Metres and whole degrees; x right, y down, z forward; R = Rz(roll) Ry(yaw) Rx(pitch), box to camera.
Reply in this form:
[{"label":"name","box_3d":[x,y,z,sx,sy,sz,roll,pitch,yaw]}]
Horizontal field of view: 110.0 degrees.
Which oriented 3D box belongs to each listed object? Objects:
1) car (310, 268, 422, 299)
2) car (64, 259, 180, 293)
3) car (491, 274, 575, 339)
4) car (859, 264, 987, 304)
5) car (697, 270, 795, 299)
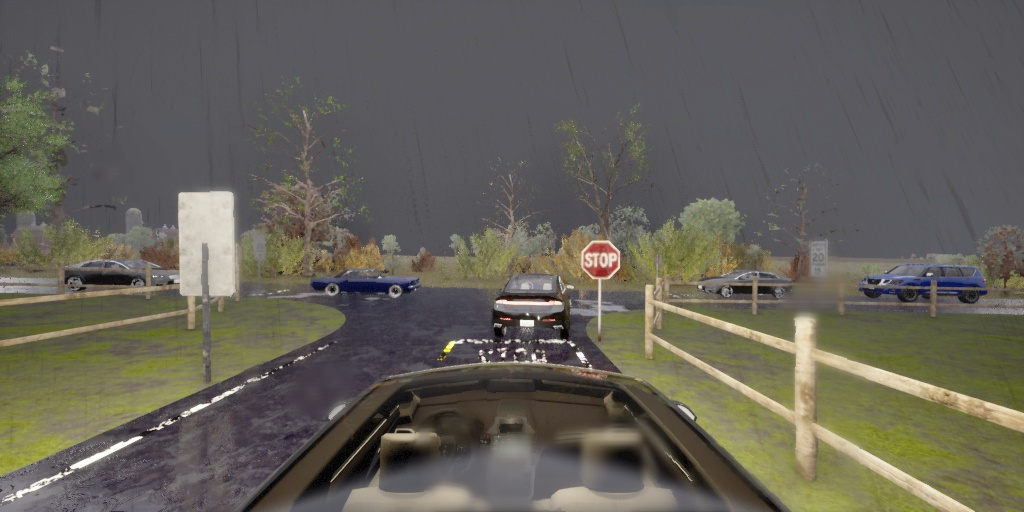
[{"label":"car","box_3d":[-6.818,1.248,17.174,4.718,1.301,1.895,1,1,0]},{"label":"car","box_3d":[-18.486,0.885,17.194,4.902,1.511,2.128,1,1,0]},{"label":"car","box_3d":[0.708,1.240,10.141,2.128,1.511,4.902,0,0,9]},{"label":"car","box_3d":[22.904,1.466,20.082,5.566,2.045,2.150,1,1,0]},{"label":"car","box_3d":[13.008,1.525,20.096,4.902,1.511,2.128,1,1,0]}]
